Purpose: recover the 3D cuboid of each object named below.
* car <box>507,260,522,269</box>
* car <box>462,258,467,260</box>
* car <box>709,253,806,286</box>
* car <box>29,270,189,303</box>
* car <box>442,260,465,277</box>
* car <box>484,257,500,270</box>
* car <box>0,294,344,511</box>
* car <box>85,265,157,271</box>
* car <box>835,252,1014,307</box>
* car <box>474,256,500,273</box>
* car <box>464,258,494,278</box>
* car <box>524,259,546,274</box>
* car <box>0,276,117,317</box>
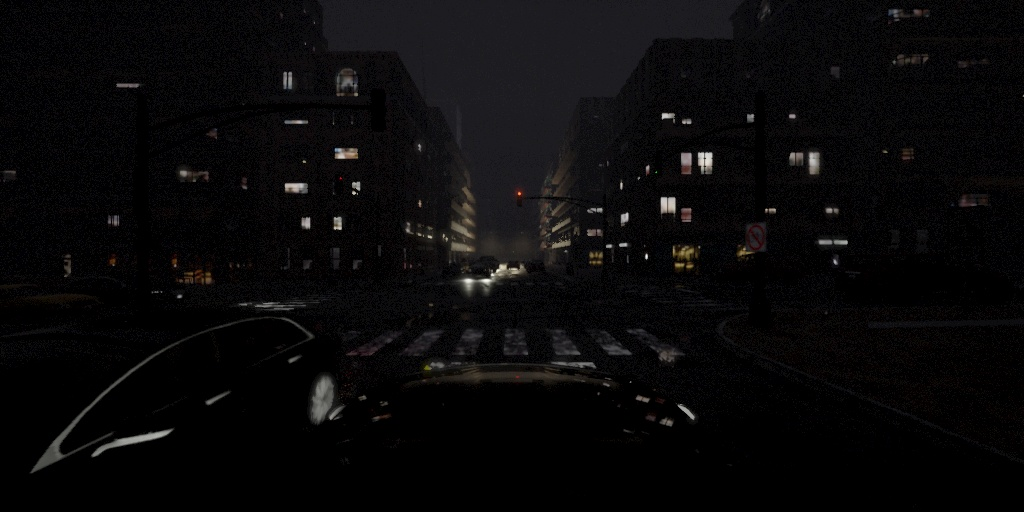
[{"bbox_3d":[0.210,1.321,56.063,1.994,1.385,4.181,0,0,0],"label":"car"},{"bbox_3d":[-5.612,1.277,40.630,1.751,1.417,4.829,0,0,0],"label":"car"},{"bbox_3d":[14.615,0.756,21.412,5.009,1.841,2.192,0,0,0],"label":"car"},{"bbox_3d":[-16.766,1.525,15.411,4.902,1.511,2.128,-1,0,0],"label":"car"},{"bbox_3d":[-5.623,1.317,35.117,1.948,1.339,4.313,0,0,0],"label":"car"},{"bbox_3d":[-2.979,1.109,54.416,2.097,1.767,4.553,0,0,0],"label":"car"},{"bbox_3d":[-3.064,1.253,2.729,1.837,1.490,4.892,1,0,0],"label":"car"},{"bbox_3d":[-23.560,1.459,21.123,5.009,1.841,2.192,0,0,0],"label":"car"},{"bbox_3d":[14.733,0.773,13.032,5.009,1.841,2.192,0,0,0],"label":"car"},{"bbox_3d":[-3.014,0.975,44.083,2.150,2.045,5.566,0,0,0],"label":"car"},{"bbox_3d":[-3.036,1.229,34.101,1.882,1.535,5.008,0,0,0],"label":"car"},{"bbox_3d":[2.769,1.192,40.785,1.967,1.591,4.097,0,0,0],"label":"car"},{"bbox_3d":[-17.608,1.584,12.815,4.829,1.417,1.751,0,0,0],"label":"car"}]
